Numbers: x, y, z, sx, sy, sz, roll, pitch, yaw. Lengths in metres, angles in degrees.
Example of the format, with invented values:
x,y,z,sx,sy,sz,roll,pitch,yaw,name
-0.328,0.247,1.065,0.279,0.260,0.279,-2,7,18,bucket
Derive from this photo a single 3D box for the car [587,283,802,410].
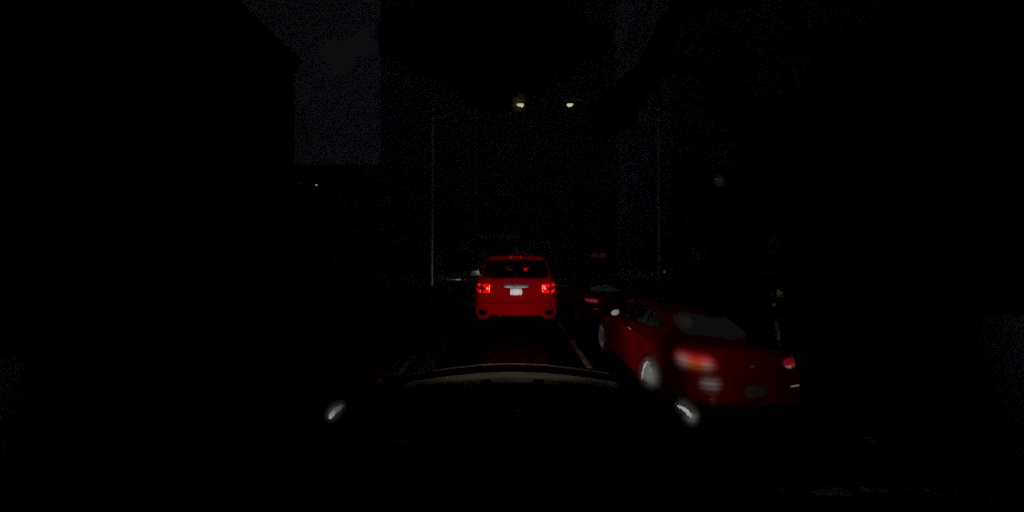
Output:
x,y,z,sx,sy,sz,roll,pitch,yaw,name
2.643,1.321,5.969,1.802,1.307,4.207,0,0,0,car

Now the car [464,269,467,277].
x,y,z,sx,sy,sz,roll,pitch,yaw,name
-1.998,1.280,30.560,4.181,1.385,1.994,-1,-1,0,car

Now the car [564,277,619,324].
x,y,z,sx,sy,sz,roll,pitch,yaw,name
2.651,1.306,11.408,1.802,1.307,4.207,0,0,0,car

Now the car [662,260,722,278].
x,y,z,sx,sy,sz,roll,pitch,yaw,name
15.266,1.082,30.465,4.674,1.442,1.812,0,-1,0,car

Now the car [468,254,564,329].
x,y,z,sx,sy,sz,roll,pitch,yaw,name
0.113,0.947,11.233,2.150,2.045,5.566,0,0,0,car

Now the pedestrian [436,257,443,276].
x,y,z,sx,sy,sz,roll,pitch,yaw,name
-6.782,0.952,33.500,0.375,1.860,0.375,0,0,0,pedestrian
